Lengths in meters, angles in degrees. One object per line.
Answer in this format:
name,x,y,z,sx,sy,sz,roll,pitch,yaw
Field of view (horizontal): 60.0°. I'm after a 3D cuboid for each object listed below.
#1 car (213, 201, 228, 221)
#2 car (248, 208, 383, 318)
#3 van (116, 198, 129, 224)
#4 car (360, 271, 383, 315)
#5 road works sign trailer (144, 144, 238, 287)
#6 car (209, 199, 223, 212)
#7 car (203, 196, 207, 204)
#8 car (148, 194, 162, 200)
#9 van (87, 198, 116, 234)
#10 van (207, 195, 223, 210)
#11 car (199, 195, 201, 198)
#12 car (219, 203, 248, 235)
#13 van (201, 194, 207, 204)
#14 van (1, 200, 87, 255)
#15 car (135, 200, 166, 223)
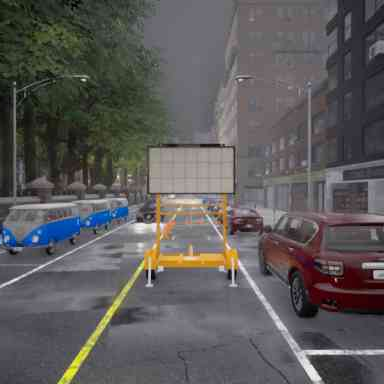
car,2.806,1.575,24.333,1.802,1.307,4.206,0,0,0
car,2.838,1.315,7.352,2.192,1.841,5.009,0,0,0
van,-5.719,1.334,24.288,1.690,1.788,3.998,0,0,0
car,2.851,1.582,1.691,1.802,1.307,4.206,0,0,0
road works sign trailer,-0.019,0.464,9.300,2.380,3.560,2.880,0,0,0
car,2.795,1.570,29.994,1.802,1.307,4.206,0,0,0
car,2.773,1.521,41.315,1.887,1.381,4.507,0,0,0
car,-5.775,1.275,52.578,2.192,1.841,5.009,0,0,0
van,-5.709,1.338,18.630,1.690,1.788,3.998,0,0,0
van,2.783,1.323,35.654,1.690,1.788,3.998,0,0,0
car,2.739,1.516,58.296,1.947,1.339,4.313,0,0,0
car,2.818,1.541,18.673,1.887,1.381,4.507,0,0,0
van,2.750,1.301,52.635,1.690,1.788,3.998,0,0,0
van,-5.697,1.340,12.973,1.690,1.788,3.998,0,0,0
car,-3.051,1.556,25.419,1.994,1.385,4.181,0,0,0
